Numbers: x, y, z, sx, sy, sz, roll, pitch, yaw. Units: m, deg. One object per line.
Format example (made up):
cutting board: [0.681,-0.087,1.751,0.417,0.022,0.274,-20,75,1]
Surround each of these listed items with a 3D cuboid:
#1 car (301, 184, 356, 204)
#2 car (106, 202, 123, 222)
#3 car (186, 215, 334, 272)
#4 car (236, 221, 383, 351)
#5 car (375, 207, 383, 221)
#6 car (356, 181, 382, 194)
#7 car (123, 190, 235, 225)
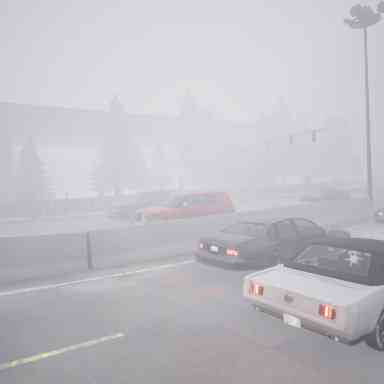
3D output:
car: [12.163,0.306,30.003,5.357,1.411,2.033,-4,2,-36]
car: [-3.131,0.952,23.300,5.566,2.045,2.150,-4,2,-36]
car: [2.608,1.400,9.938,5.357,1.411,2.033,-3,1,-36]
car: [3.244,1.506,6.086,4.718,1.301,1.895,-2,1,-36]
car: [10.757,0.868,15.802,5.357,1.411,2.033,-4,2,-36]
car: [21.504,-0.612,41.045,5.008,1.535,1.882,-4,2,-36]
car: [-0.279,1.028,16.728,5.566,2.045,2.150,-3,2,-36]
